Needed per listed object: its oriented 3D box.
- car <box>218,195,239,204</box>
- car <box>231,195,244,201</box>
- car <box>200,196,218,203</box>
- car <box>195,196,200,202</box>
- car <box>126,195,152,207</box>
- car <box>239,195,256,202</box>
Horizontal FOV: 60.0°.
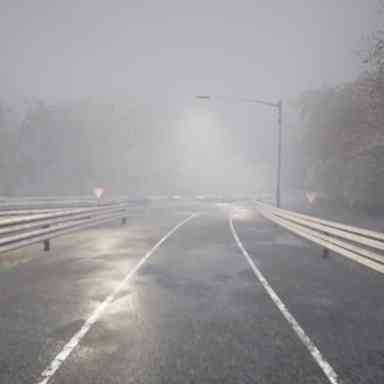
[{"bbox_3d":[7.296,1.434,66.289,2.097,1.767,4.553,1,0,22],"label":"car"},{"bbox_3d":[11.739,1.625,86.220,2.033,1.411,5.357,1,0,22],"label":"car"},{"bbox_3d":[3.999,1.484,67.474,1.882,1.535,5.008,1,0,22],"label":"car"},{"bbox_3d":[2.392,1.536,72.759,1.895,1.301,4.718,1,0,22],"label":"car"},{"bbox_3d":[-7.662,1.165,48.406,2.097,1.767,4.553,1,0,22],"label":"car"},{"bbox_3d":[13.530,1.649,81.388,1.837,1.490,4.892,1,0,22],"label":"car"}]
